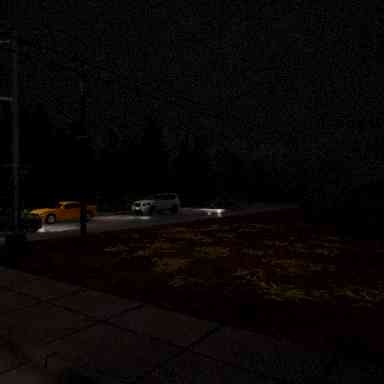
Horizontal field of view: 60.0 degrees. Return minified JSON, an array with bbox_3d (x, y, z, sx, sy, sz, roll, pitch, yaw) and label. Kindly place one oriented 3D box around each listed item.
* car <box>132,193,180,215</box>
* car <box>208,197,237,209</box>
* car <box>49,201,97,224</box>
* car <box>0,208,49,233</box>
[{"bbox_3d":[-3.463,1.174,33.270,2.150,2.045,5.566,0,0,36],"label":"car"},{"bbox_3d":[4.049,1.391,43.351,1.837,1.490,4.892,0,0,37],"label":"car"},{"bbox_3d":[-9.579,1.484,25.030,1.882,1.535,5.008,0,0,37],"label":"car"},{"bbox_3d":[-10.423,1.558,17.682,1.812,1.442,4.674,0,0,37],"label":"car"}]
